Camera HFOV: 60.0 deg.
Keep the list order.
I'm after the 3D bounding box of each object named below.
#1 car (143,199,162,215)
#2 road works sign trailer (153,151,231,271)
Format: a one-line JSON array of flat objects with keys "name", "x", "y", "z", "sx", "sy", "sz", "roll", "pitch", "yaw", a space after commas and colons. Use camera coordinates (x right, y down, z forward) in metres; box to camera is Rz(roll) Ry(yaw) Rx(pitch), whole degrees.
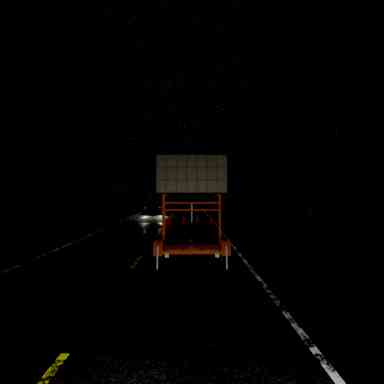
[{"name": "car", "x": -3.828, "y": 1.476, "z": 34.211, "sx": 1.882, "sy": 1.535, "sz": 5.008, "roll": 0, "pitch": 0, "yaw": -1}, {"name": "road works sign trailer", "x": -0.009, "y": 0.463, "z": 10.937, "sx": 2.380, "sy": 3.560, "sz": 2.880, "roll": 0, "pitch": 0, "yaw": -1}]
